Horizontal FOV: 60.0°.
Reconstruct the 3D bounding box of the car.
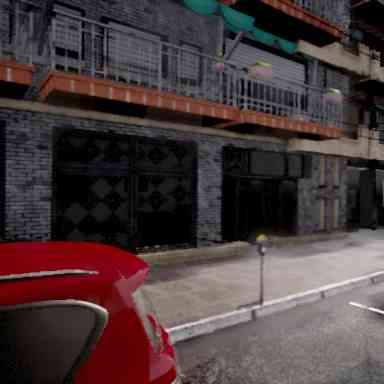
[{"bbox_3d":[-2.317,1.287,1.276,5.009,1.841,2.192,0,1,-35],"label":"car"}]
